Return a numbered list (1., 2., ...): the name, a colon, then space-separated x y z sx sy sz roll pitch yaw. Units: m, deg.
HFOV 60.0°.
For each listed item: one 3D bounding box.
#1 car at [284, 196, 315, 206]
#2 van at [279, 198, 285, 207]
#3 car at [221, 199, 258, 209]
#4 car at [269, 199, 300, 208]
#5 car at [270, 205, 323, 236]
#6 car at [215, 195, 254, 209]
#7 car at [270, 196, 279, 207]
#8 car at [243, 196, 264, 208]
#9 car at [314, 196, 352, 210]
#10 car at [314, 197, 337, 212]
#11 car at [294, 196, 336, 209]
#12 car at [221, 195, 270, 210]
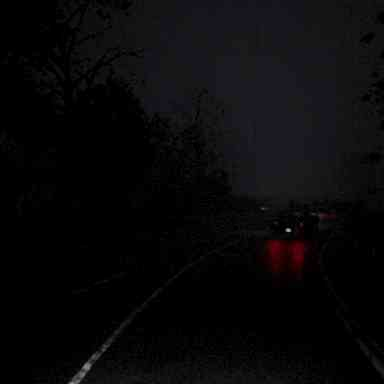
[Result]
1. car: 12.361 1.615 38.501 1.882 1.535 5.008 1 0 6
2. van: 18.012 1.759 57.344 4.442 1.987 1.878 0 -1 -7
3. car: 6.895 1.747 48.518 4.892 1.521 2.231 0 -1 -7
4. car: 17.563 2.151 63.281 5.366 1.575 1.946 0 -2 -7
5. car: 5.937 1.646 18.786 1.895 1.301 4.718 0 0 28
6. car: 6.556 1.547 51.294 5.566 2.045 2.435 0 -1 -7
7. car: 13.900 1.793 60.233 2.150 2.045 5.566 0 -2 -7
8. car: 10.728 1.728 58.493 2.150 2.045 5.566 0 -2 -7
9. car: 19.651 1.615 45.310 4.553 1.767 2.185 0 -1 -7
10. car: 15.817 1.715 41.203 1.812 1.442 4.674 0 0 1
11. car: 18.881 1.592 51.215 5.566 2.045 2.435 0 -1 -7
12. car: 7.265 1.449 45.879 5.566 2.045 2.435 0 -1 -7
